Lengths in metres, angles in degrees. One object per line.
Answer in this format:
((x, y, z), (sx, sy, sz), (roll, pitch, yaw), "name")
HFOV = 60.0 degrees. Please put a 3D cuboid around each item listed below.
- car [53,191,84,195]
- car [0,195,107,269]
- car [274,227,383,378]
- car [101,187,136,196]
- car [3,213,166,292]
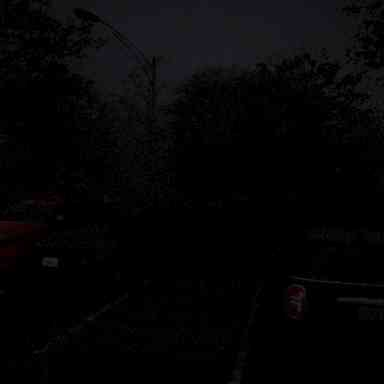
((-12.926, 0.562, 34.897), (1.994, 1.385, 4.181), (1, 4, 37), "car")
((-4.686, 1.237, 10.743), (2.435, 2.045, 5.566), (1, -1, 16), "car")
((2.501, 1.360, 5.613), (2.185, 1.767, 4.553), (0, -1, 15), "car")
((-9.881, -0.039, 44.625), (1.895, 1.301, 4.718), (1, 4, 37), "car")
((-2.282, 1.518, 9.088), (2.163, 1.488, 4.792), (0, -1, 16), "car")
